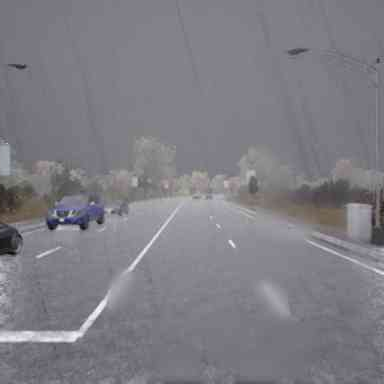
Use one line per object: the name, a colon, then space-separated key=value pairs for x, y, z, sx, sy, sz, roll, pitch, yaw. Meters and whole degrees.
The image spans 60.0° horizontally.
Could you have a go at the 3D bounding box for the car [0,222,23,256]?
car: x=-7.128 y=1.540 z=10.430 sx=1.994 sy=1.385 sz=4.181 roll=0 pitch=0 yaw=-1

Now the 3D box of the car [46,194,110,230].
car: x=-7.134 y=1.173 z=21.053 sx=2.150 sy=2.045 sz=5.566 roll=0 pitch=0 yaw=1

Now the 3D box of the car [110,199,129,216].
car: x=-7.136 y=1.419 z=31.151 sx=2.128 sy=1.511 sz=4.902 roll=0 pitch=0 yaw=0

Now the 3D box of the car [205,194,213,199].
car: x=4.694 y=1.284 z=91.263 sx=1.837 sy=1.490 sz=4.892 roll=0 pitch=0 yaw=4

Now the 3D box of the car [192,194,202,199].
car: x=1.201 y=1.377 z=91.487 sx=1.895 sy=1.301 sz=4.718 roll=0 pitch=0 yaw=4
